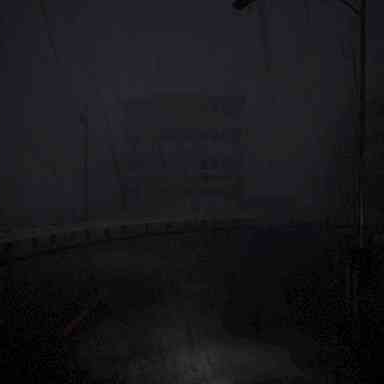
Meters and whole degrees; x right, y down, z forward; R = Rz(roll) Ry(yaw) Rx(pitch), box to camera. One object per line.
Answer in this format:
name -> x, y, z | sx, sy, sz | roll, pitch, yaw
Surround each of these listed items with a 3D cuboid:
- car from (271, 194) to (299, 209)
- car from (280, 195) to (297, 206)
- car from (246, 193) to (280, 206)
car -> 11.220, 1.075, 40.012 | 2.038, 1.542, 4.974 | 0, 1, 30
car -> 11.194, 0.919, 39.964 | 1.853, 1.218, 4.536 | 0, 1, 30
car -> 8.424, 0.827, 40.357 | 3.633, 1.501, 1.845 | 0, 1, 11
